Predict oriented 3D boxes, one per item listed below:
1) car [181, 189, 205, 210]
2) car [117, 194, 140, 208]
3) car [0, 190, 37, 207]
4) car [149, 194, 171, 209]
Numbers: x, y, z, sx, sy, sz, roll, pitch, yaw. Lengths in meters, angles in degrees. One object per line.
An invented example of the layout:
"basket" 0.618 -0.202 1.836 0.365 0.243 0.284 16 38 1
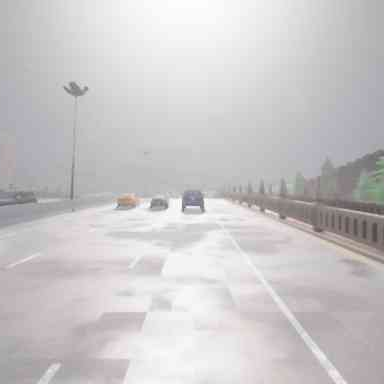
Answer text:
"car" 0.089 0.719 33.526 2.150 2.045 5.566 0 1 0
"car" -6.913 0.921 36.627 1.882 1.535 5.008 0 1 0
"car" -14.108 0.847 25.831 2.150 2.045 5.566 0 1 0
"car" -3.412 0.984 35.796 1.812 1.442 4.674 0 1 0
